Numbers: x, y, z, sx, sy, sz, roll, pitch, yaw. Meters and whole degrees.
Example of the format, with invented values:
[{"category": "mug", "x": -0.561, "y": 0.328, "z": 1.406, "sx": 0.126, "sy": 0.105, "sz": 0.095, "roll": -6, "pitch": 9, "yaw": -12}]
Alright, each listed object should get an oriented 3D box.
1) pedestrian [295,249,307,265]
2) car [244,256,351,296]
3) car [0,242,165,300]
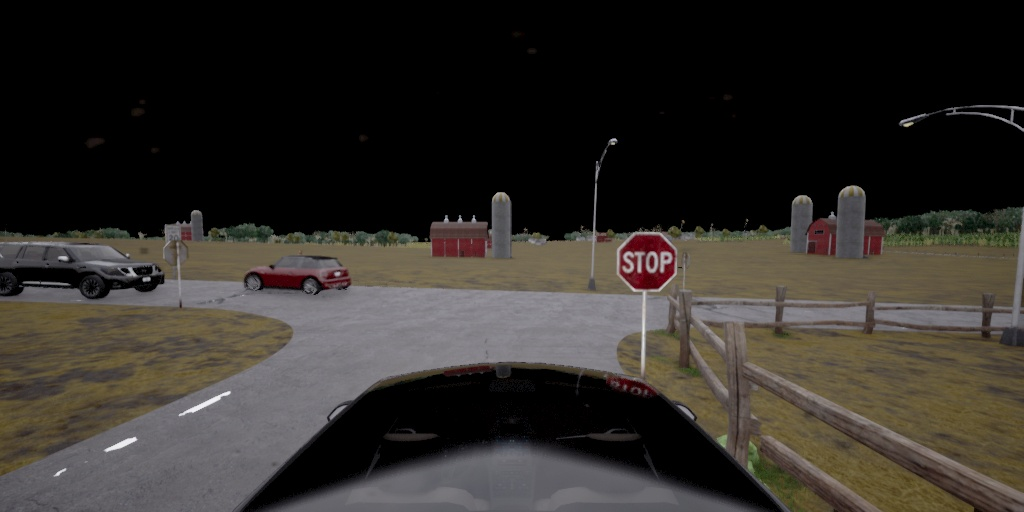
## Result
[{"category": "pedestrian", "x": -12.000, "y": 0.528, "z": 20.316, "sx": 0.375, "sy": 1.860, "sz": 0.375, "roll": 0, "pitch": 1, "yaw": 0}, {"category": "car", "x": -10.051, "y": 0.753, "z": 16.829, "sx": 4.553, "sy": 1.767, "sz": 2.097, "roll": 2, "pitch": 3, "yaw": 12}, {"category": "car", "x": -17.393, "y": 0.498, "z": 14.375, "sx": 5.566, "sy": 2.045, "sz": 2.150, "roll": 2, "pitch": 3, "yaw": 0}]
